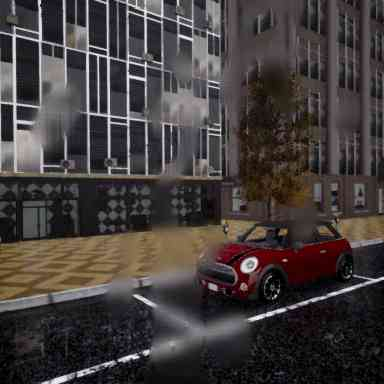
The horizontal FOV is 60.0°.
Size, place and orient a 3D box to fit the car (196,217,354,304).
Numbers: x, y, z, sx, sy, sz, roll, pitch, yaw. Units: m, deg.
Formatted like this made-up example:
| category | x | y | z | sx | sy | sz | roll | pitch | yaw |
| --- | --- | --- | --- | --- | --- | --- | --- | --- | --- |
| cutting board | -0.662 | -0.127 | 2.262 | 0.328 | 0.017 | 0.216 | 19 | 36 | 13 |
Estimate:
| category | x | y | z | sx | sy | sz | roll | pitch | yaw |
| --- | --- | --- | --- | --- | --- | --- | --- | --- | --- |
| car | 2.054 | 1.439 | 8.035 | 4.097 | 1.590 | 1.967 | 0 | -1 | -35 |
